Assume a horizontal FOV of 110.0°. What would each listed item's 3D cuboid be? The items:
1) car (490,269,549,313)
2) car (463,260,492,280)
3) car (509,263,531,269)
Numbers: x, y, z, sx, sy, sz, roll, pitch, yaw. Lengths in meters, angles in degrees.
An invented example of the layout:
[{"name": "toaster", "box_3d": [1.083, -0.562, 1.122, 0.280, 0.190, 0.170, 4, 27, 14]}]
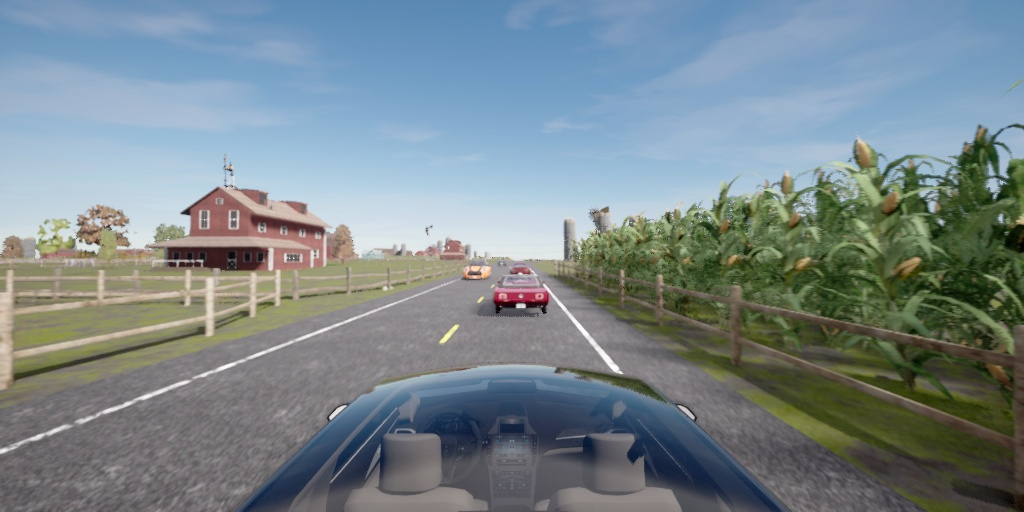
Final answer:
[{"name": "car", "box_3d": [0.352, 1.363, 14.060, 1.895, 1.301, 4.718, 0, 0, 1]}, {"name": "car", "box_3d": [-2.969, 1.138, 31.304, 2.097, 1.767, 4.553, 0, 0, 1]}, {"name": "car", "box_3d": [0.736, 1.312, 32.020, 1.812, 1.442, 4.674, 0, 0, 2]}]
